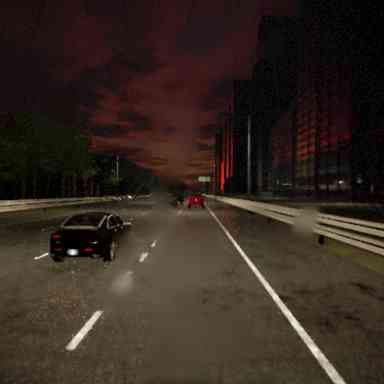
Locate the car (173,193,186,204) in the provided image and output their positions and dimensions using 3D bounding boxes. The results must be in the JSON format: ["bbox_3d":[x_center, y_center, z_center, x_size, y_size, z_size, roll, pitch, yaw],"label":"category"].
[{"bbox_3d":[-2.838,1.226,66.198,2.150,2.045,5.566,0,0,0],"label":"car"}]

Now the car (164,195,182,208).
[{"bbox_3d":[-2.996,1.524,47.632,2.033,1.411,5.357,0,0,1],"label":"car"}]

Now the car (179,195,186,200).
[{"bbox_3d":[-2.667,1.599,95.557,1.812,1.442,4.674,0,0,0],"label":"car"}]

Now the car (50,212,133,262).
[{"bbox_3d":[-3.392,1.478,11.971,1.837,1.490,4.892,0,0,1],"label":"car"}]

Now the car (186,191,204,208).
[{"bbox_3d":[0.625,1.225,48.891,2.150,2.045,5.566,0,0,0],"label":"car"}]
